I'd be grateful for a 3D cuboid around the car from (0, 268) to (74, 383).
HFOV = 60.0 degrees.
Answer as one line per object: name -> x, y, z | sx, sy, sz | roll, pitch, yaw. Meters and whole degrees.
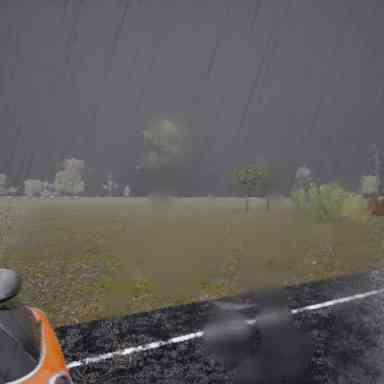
car -> -2.963, 1.394, 1.741 | 4.553, 1.767, 2.097 | 1, -1, -30
